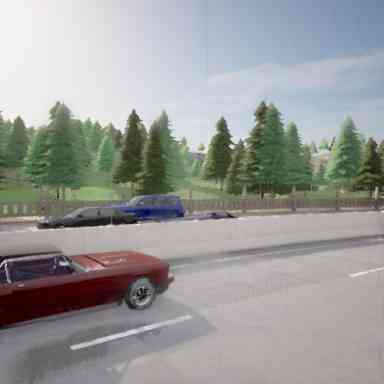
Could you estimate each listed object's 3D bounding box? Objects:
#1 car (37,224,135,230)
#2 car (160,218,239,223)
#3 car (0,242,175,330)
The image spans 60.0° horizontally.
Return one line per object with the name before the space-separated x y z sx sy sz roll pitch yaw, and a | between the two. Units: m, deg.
car | -5.323 1.480 17.216 5.008 1.535 1.882 0 0 -34
car | 0.683 1.605 16.968 4.718 1.301 1.895 0 0 -32
car | -2.698 1.602 6.106 4.718 1.301 1.895 0 0 -35
